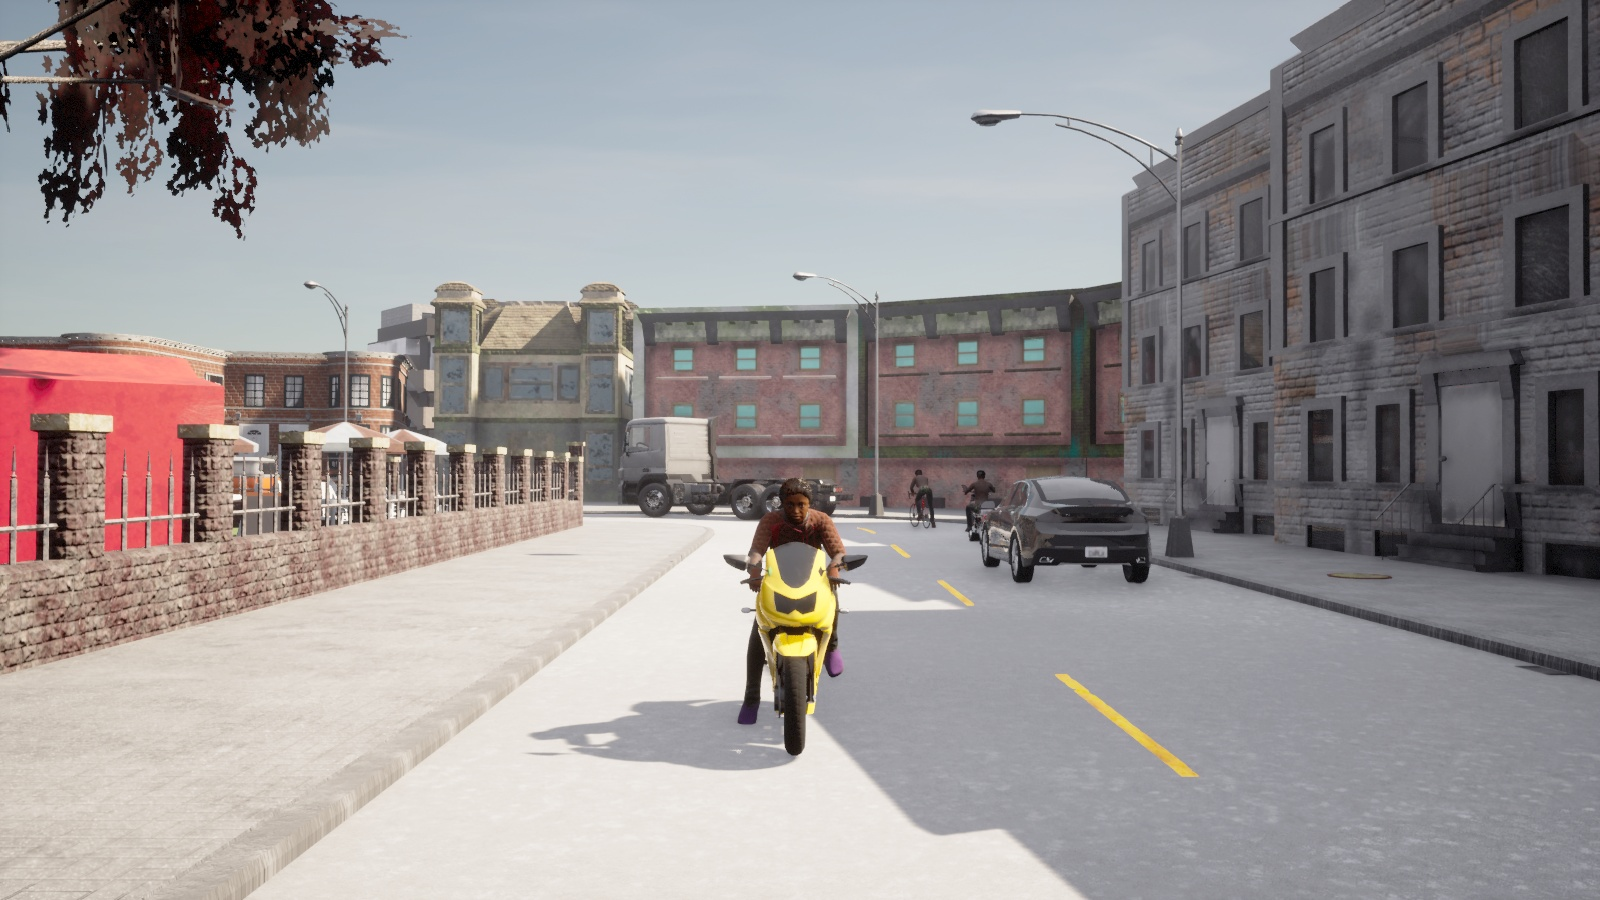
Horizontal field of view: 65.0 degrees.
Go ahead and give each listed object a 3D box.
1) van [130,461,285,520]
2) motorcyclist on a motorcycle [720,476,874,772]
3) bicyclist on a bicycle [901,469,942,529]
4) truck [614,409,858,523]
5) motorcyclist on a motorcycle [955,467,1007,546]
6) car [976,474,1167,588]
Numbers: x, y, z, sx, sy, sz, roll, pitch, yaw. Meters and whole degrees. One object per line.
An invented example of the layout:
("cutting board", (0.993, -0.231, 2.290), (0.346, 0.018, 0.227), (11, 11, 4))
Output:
("van", (-20.105, 1.366, 42.746), (4.442, 1.987, 1.775), (0, -1, 0))
("motorcyclist on a motorcycle", (-0.020, 0.923, 7.552), (0.797, 1.523, 2.044), (0, -1, 0))
("bicyclist on a bicycle", (3.362, 1.341, 34.925), (0.582, 1.620, 1.656), (0, -1, -14))
("truck", (-2.226, 0.540, 41.630), (7.936, 3.462, 2.891), (-1, -1, 34))
("motorcyclist on a motorcycle", (3.928, 1.208, 27.391), (0.766, 1.649, 2.350), (0, -1, 0))
("car", (3.949, 1.124, 19.127), (1.837, 1.490, 4.892), (0, -1, 0))
